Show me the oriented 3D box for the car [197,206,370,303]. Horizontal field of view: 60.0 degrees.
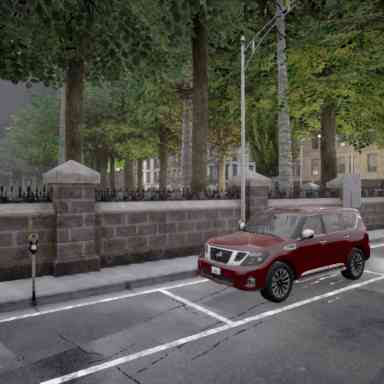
[{"bbox_3d":[2.532,1.314,8.398,5.009,1.841,2.192,0,0,-36],"label":"car"}]
